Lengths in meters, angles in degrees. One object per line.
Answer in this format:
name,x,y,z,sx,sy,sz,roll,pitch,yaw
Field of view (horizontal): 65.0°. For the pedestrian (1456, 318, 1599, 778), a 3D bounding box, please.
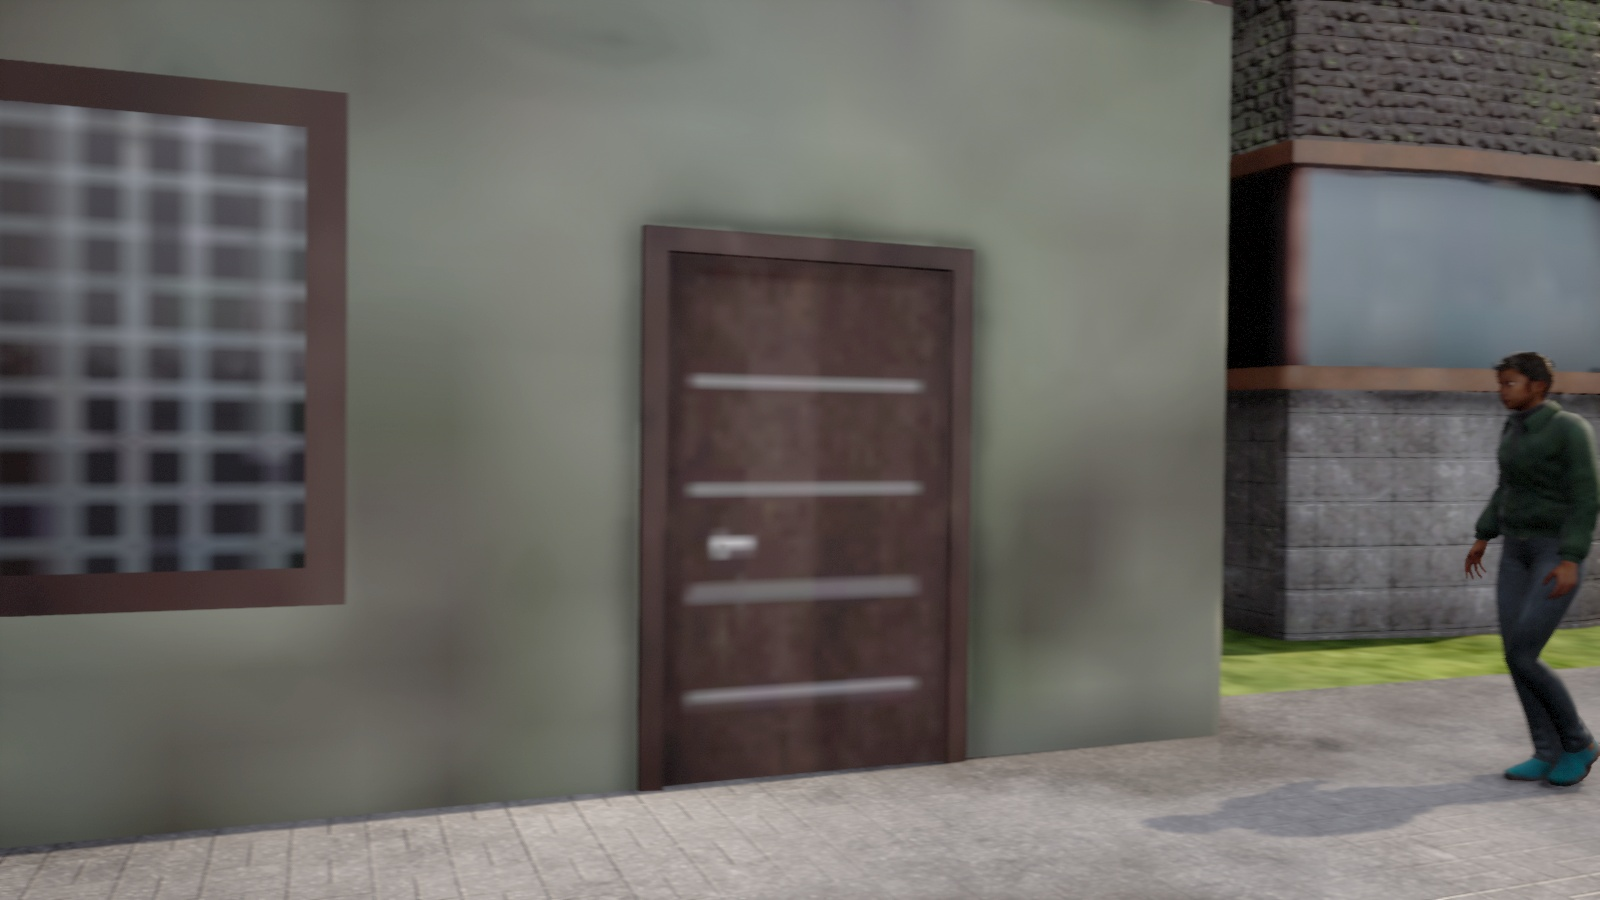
pedestrian,3.142,0.388,5.250,0.614,1.847,0.353,-1,1,-7
